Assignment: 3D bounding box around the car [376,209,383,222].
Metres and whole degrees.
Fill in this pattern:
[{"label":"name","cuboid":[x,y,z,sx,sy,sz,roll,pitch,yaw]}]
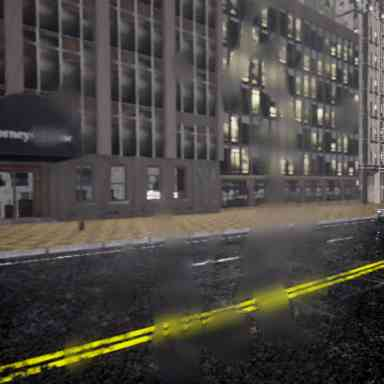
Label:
[{"label":"car","cuboid":[14.588,1.381,22.827,4.718,1.301,1.895,0,1,-37]}]
